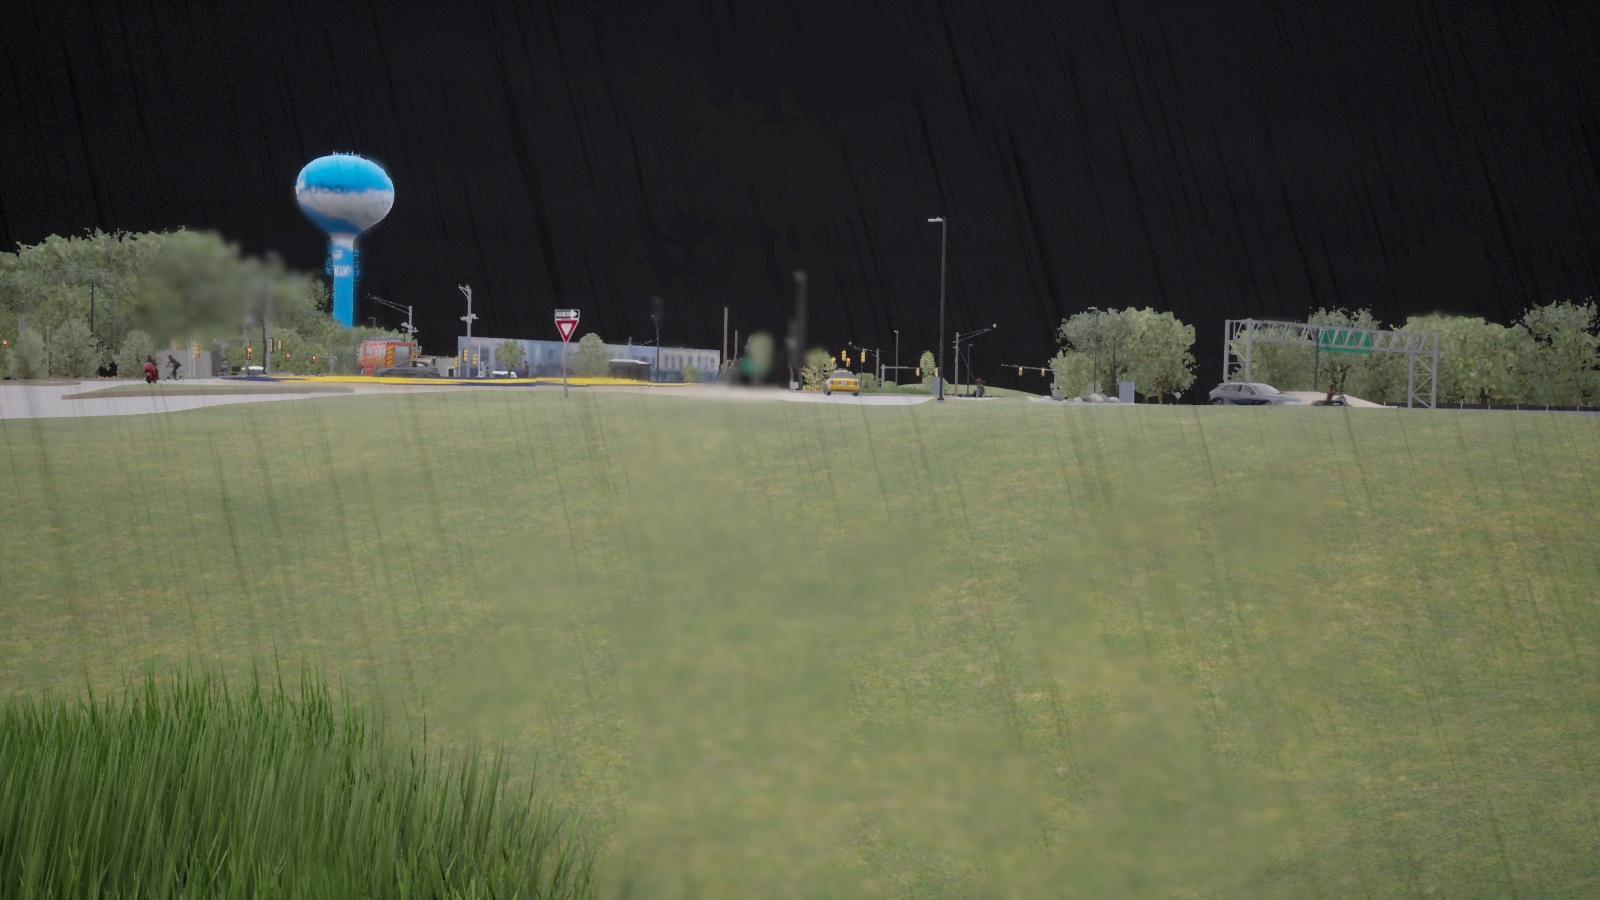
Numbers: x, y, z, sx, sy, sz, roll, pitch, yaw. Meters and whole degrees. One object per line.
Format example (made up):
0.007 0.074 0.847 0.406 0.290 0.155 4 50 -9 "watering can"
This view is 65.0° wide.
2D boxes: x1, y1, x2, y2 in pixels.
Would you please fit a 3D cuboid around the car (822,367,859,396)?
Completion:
2.325 -4.011 73.131 1.801 1.575 5.366 1 3 -2 "car"

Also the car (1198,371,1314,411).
20.622 -2.712 57.004 2.033 1.649 4.856 -2 5 -26 "car"

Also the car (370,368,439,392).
-26.365 -4.636 83.639 4.193 1.474 1.816 -2 2 -22 "car"

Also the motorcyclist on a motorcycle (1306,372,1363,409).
24.418 -2.723 57.398 0.766 1.649 2.350 -2 4 -29 "motorcyclist on a motorcycle"

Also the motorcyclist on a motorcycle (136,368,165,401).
-31.564 -3.184 61.036 0.797 1.523 2.044 -5 4 -18 "motorcyclist on a motorcycle"
